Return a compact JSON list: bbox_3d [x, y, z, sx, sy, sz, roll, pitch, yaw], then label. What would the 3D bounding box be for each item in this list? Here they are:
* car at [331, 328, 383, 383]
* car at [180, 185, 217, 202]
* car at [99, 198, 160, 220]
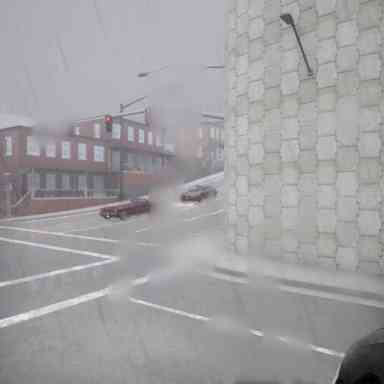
[{"bbox_3d":[3.308,1.492,1.604,4.902,1.511,2.128,0,0,36],"label":"car"},{"bbox_3d":[0.675,0.077,32.116,1.994,1.385,4.181,0,9,36],"label":"car"},{"bbox_3d":[-4.560,1.187,24.729,1.895,1.301,4.718,0,5,35],"label":"car"}]
